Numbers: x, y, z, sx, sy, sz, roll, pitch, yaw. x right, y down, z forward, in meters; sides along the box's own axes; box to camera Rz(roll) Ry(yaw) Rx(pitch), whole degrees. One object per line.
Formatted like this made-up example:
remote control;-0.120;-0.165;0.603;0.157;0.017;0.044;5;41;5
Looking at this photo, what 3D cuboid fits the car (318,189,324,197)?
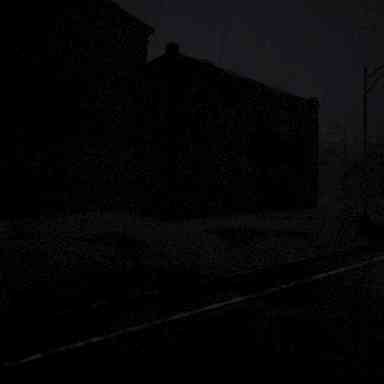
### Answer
car;21.803;-0.219;61.911;2.150;2.045;5.566;0;1;-25
